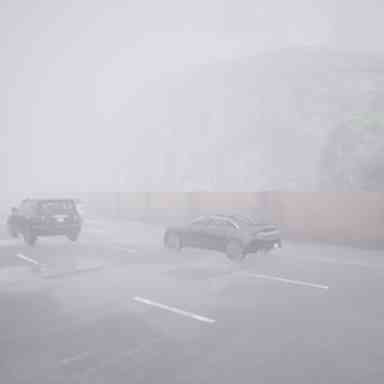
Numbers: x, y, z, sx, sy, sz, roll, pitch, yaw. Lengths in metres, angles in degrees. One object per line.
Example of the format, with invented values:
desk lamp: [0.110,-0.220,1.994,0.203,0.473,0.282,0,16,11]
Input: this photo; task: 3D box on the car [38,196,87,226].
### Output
car: [-10.092,1.350,25.628,2.150,2.045,5.566,0,0,-37]

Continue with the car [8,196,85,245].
car: [-7.329,1.302,16.307,2.150,2.045,5.566,0,0,-40]

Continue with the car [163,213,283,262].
car: [0.974,1.569,12.604,4.902,1.511,2.128,0,-1,42]
